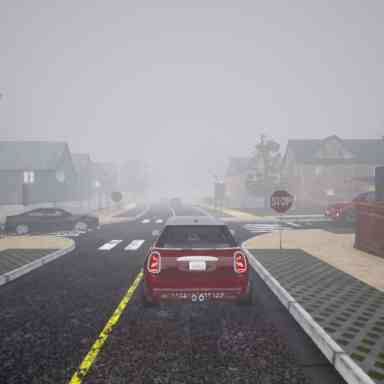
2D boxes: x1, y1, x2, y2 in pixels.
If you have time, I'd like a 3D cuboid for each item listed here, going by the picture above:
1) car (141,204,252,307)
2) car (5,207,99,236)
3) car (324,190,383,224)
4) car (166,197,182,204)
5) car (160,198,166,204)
[{"bbox_3d":[0.045,1.353,8.151,2.097,1.767,4.553,0,0,-1],"label":"car"},{"bbox_3d":[-8.002,1.616,19.286,5.008,1.535,1.882,-2,0,-10],"label":"car"},{"bbox_3d":[11.554,0.920,21.517,5.566,2.045,2.150,-1,0,1],"label":"car"},{"bbox_3d":[-2.926,1.722,58.319,1.837,1.490,4.892,0,0,-9],"label":"car"},{"bbox_3d":[-5.930,1.938,74.230,1.994,1.385,4.181,0,-1,-13],"label":"car"}]
